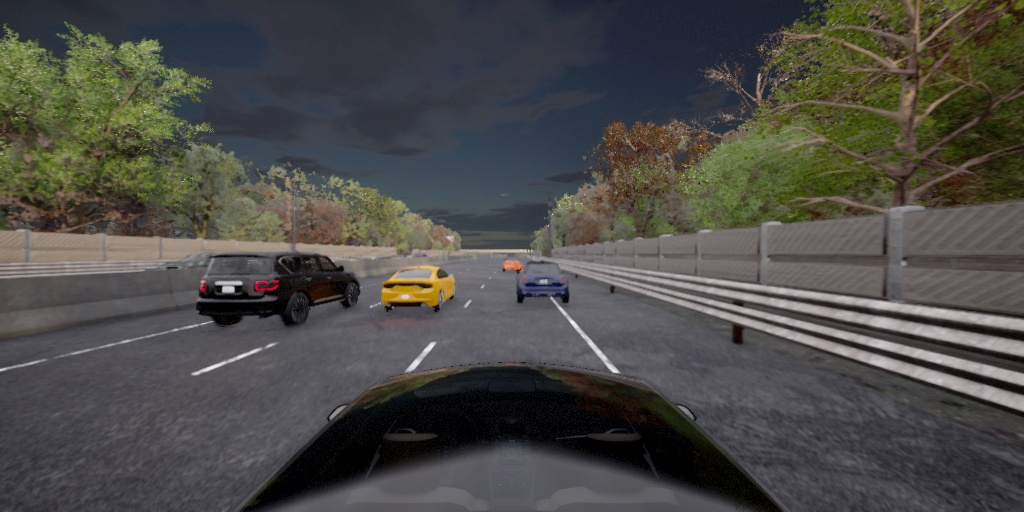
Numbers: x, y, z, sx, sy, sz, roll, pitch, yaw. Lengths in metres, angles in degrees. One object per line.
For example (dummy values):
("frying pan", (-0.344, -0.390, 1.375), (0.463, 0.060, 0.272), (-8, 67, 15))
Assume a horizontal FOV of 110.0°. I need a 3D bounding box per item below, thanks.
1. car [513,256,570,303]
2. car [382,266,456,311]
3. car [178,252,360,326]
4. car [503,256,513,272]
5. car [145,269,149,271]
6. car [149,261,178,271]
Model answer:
("car", (1.224, 0.976, 15.959), (2.097, 1.767, 4.553), (0, 0, 0))
("car", (-3.400, 1.119, 13.904), (1.882, 1.535, 5.008), (0, 0, 0))
("car", (-6.904, 0.884, 11.414), (2.150, 2.045, 5.566), (0, 0, 0))
("car", (0.046, 0.778, 39.987), (2.097, 1.767, 4.553), (0, 0, 1))
("car", (-24.592, 1.061, 26.680), (1.812, 1.442, 4.674), (0, 0, 0))
("car", (-21.096, 0.772, 24.847), (2.150, 2.045, 5.566), (0, 1, 0))
